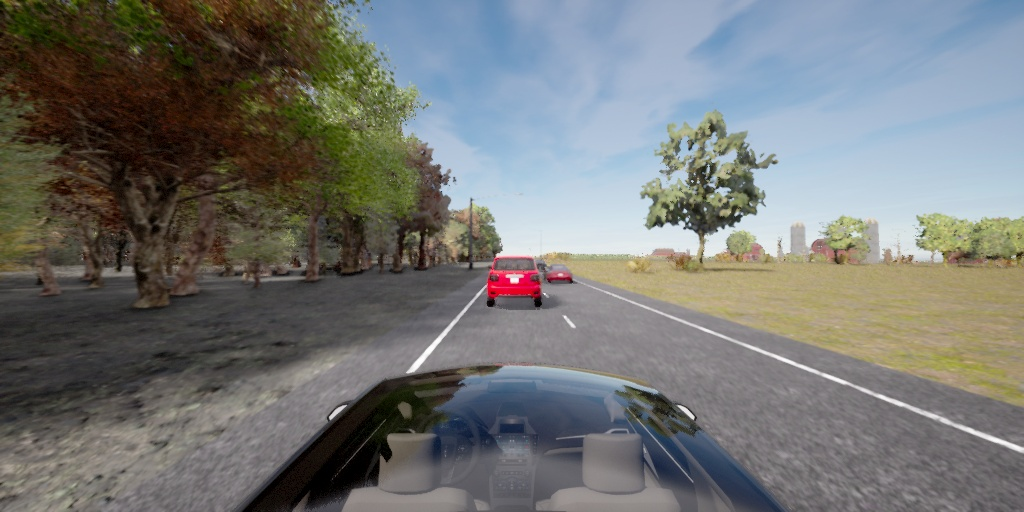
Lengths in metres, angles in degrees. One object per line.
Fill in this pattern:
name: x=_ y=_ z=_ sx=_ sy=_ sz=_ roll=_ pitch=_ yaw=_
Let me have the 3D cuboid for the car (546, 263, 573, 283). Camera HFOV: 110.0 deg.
car: x=3.567 y=1.349 z=28.309 sx=1.994 sy=1.385 sz=4.181 roll=0 pitch=0 yaw=0

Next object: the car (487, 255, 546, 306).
car: x=0.097 y=0.992 z=15.965 sx=2.150 sy=2.045 sz=5.566 roll=0 pitch=0 yaw=0
